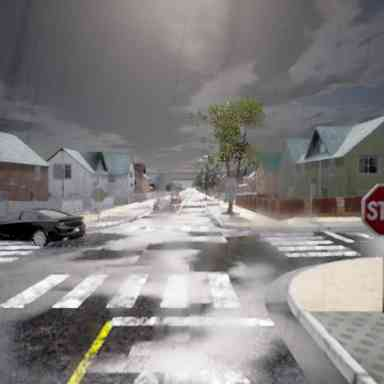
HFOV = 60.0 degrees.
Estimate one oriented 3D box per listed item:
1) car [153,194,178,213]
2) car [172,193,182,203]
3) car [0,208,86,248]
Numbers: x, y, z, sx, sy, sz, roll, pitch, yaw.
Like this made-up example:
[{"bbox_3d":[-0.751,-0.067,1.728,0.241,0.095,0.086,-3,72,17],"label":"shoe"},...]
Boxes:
[{"bbox_3d":[-2.872,1.282,33.967,2.128,1.511,4.902,0,0,0],"label":"car"},{"bbox_3d":[-2.836,1.000,56.760,2.097,1.767,4.553,0,0,1],"label":"car"},{"bbox_3d":[-7.091,1.440,14.489,5.008,1.535,1.882,-1,0,19],"label":"car"}]
